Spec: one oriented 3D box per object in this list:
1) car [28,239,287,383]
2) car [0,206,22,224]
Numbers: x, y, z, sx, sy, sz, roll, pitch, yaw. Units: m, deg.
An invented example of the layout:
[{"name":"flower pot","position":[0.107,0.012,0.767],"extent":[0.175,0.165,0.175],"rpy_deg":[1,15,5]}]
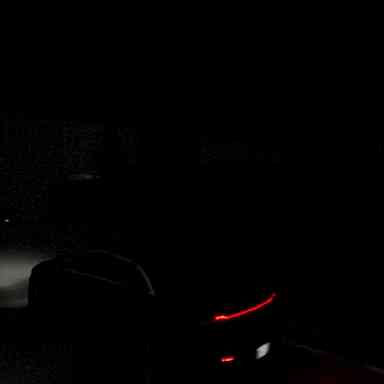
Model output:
[{"name":"car","position":[-0.954,1.514,5.326],"extent":[4.902,1.511,2.128],"rpy_deg":[0,0,44]},{"name":"car","position":[-13.643,1.652,24.355],"extent":[1.895,1.301,4.718],"rpy_deg":[0,0,-31]}]
